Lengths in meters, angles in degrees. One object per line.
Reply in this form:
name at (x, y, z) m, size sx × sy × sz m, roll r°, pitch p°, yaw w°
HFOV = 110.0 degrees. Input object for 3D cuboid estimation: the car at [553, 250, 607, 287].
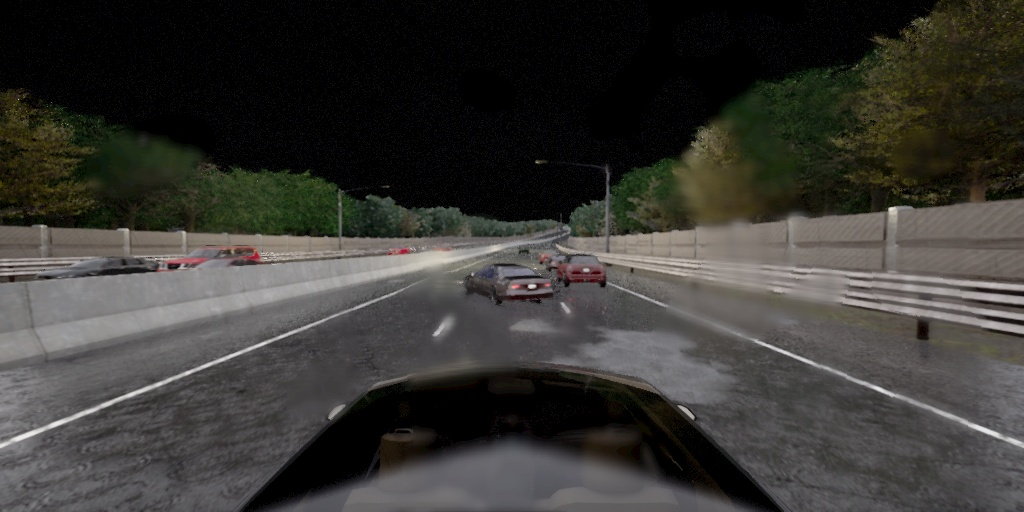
car at (3.658, 0.646, 19.600) m, size 2.097 × 1.767 × 4.553 m, roll 0°, pitch 1°, yaw 1°

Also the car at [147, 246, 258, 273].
car at (-17.401, 0.458, 21.133) m, size 2.150 × 2.045 × 5.566 m, roll 0°, pitch 2°, yaw 1°

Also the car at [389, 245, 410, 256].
car at (-19.408, -0.852, 62.125) m, size 2.150 × 2.045 × 5.566 m, roll 0°, pitch 2°, yaw 3°

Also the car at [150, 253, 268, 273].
car at (-13.959, 0.814, 17.422) m, size 1.882 × 1.535 × 5.008 m, roll 0°, pitch 1°, yaw 1°

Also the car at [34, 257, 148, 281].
car at (-20.945, 0.809, 18.495) m, size 1.837 × 1.490 × 4.892 m, roll 0°, pitch 1°, yaw 1°

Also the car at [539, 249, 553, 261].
car at (4.219, 0.057, 41.367) m, size 2.097 × 1.767 × 4.553 m, roll 0°, pitch 2°, yaw 2°

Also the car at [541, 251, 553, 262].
car at (3.889, 0.561, 30.522) m, size 2.033 × 1.411 × 5.357 m, roll 0°, pitch 2°, yaw 1°

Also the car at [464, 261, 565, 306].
car at (-0.333, 0.982, 13.997) m, size 2.033 × 1.411 × 5.357 m, roll -1°, pitch 2°, yaw -24°
